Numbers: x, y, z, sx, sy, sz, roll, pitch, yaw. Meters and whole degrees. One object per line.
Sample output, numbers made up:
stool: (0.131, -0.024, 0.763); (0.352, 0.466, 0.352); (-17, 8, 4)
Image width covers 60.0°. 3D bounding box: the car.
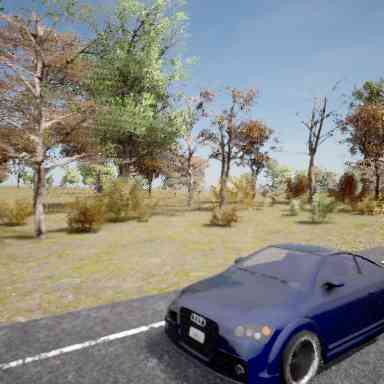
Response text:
car: (1.666, 1.554, 5.254); (4.181, 1.385, 1.994); (0, 0, -36)
